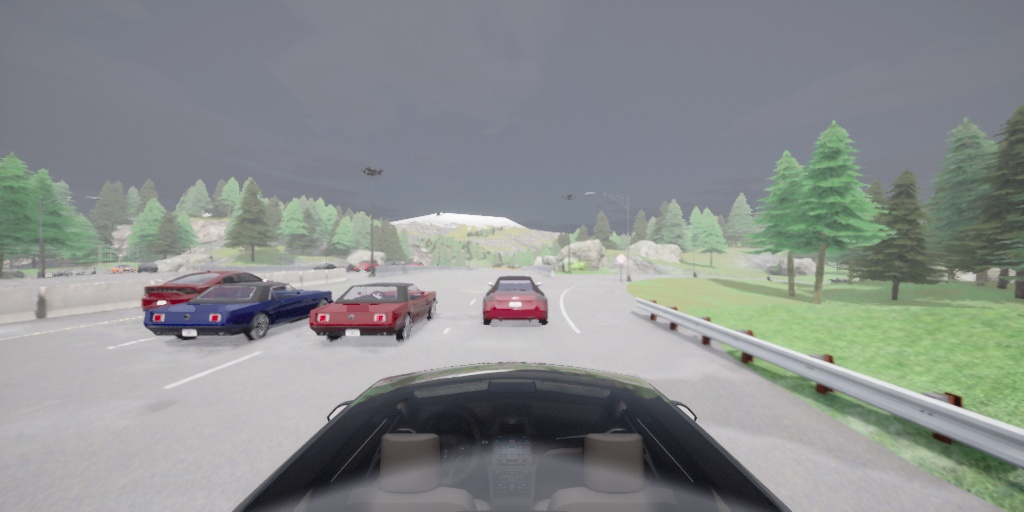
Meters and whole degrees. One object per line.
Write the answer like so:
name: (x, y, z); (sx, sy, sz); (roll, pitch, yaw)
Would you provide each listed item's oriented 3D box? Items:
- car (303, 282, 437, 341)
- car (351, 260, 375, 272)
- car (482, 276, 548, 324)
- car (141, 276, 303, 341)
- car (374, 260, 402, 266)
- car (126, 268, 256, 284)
car: (-3.402, 1.368, 9.901); (1.895, 1.301, 4.718); (0, 0, 0)
car: (-24.153, 1.688, 59.890); (2.150, 2.045, 5.566); (0, -1, 1)
car: (0.097, 1.351, 12.103); (1.994, 1.385, 4.181); (0, -1, 0)
car: (-6.902, 1.365, 9.905); (1.895, 1.301, 4.718); (0, 0, 0)
car: (-20.662, 1.823, 59.986); (2.097, 1.767, 4.553); (0, -1, 1)
car: (-10.402, 1.266, 13.120); (1.882, 1.535, 5.008); (0, -1, 0)
